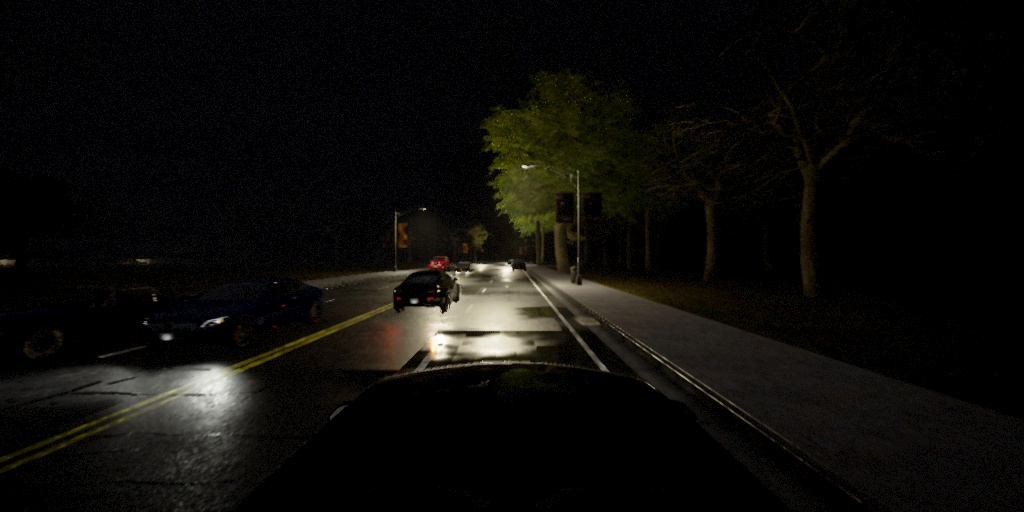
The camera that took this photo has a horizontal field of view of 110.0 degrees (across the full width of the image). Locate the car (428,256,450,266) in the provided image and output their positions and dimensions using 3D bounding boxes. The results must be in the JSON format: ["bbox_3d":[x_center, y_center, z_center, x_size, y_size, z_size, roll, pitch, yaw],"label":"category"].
[{"bbox_3d":[-9.835,1.043,48.936,2.150,2.045,5.566,0,0,0],"label":"car"}]

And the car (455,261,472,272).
[{"bbox_3d":[-6.585,1.369,49.040,2.033,1.411,5.357,0,0,0],"label":"car"}]

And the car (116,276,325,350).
[{"bbox_3d":[-6.601,1.281,9.182,1.812,1.442,4.674,0,0,0],"label":"car"}]

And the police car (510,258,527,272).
[{"bbox_3d":[0.968,1.247,49.060,1.930,1.638,5.238,0,0,0],"label":"police car"}]

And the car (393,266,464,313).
[{"bbox_3d":[-3.166,1.284,13.905,1.812,1.442,4.674,0,0,0],"label":"car"}]

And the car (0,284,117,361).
[{"bbox_3d":[-9.852,1.355,8.395,1.895,1.301,4.718,0,0,0],"label":"car"}]
